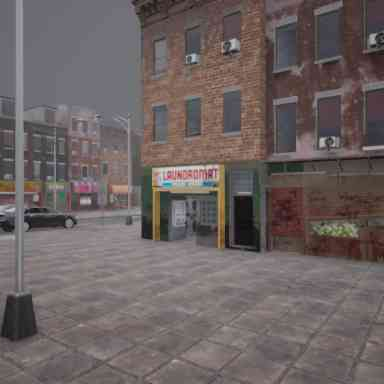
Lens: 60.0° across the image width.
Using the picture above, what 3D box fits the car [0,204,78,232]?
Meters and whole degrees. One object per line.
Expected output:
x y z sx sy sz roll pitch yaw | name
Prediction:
-9.290 1.574 20.184 1.837 1.490 4.892 0 0 35 | car
